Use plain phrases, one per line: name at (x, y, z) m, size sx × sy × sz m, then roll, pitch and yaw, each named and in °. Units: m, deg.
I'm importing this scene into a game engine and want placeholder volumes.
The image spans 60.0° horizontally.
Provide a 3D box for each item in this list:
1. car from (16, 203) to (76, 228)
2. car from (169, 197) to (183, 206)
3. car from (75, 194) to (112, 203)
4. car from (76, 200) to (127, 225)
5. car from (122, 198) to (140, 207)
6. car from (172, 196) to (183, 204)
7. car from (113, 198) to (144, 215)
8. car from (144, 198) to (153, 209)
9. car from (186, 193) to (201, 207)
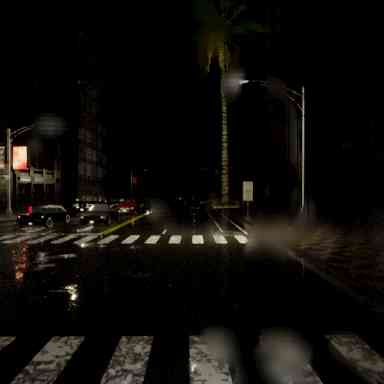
car at (-9.771, 1.604, 22.376) m, size 1.895 × 1.301 × 4.718 m, roll 0°, pitch 0°, yaw 1°
car at (-2.923, 1.604, 56.870) m, size 1.994 × 1.385 × 4.181 m, roll 0°, pitch 0°, yaw 1°
car at (-9.715, 1.229, 32.133) m, size 2.150 × 2.045 × 5.566 m, roll 0°, pitch 0°, yaw 0°
car at (-6.500, 1.551, 24.179) m, size 2.033 × 1.411 × 5.357 m, roll 0°, pitch 0°, yaw 0°
car at (-9.590, 1.632, 52.283) m, size 1.895 × 1.301 × 4.718 m, roll 0°, pitch 0°, yaw 1°
car at (-2.886, 1.628, 67.681) m, size 1.994 × 1.385 × 4.181 m, roll 0°, pitch 0°, yaw 0°
car at (-6.453, 1.534, 34.136) m, size 1.812 × 1.442 × 4.674 m, roll 0°, pitch 0°, yaw 0°
car at (-6.405, 1.524, 44.566) m, size 1.837 × 1.490 × 4.892 m, roll 0°, pitch 0°, yaw 0°
car at (0.217, 1.255, 53.431) m, size 2.150 × 2.045 × 5.566 m, roll 0°, pitch 0°, yaw 0°
